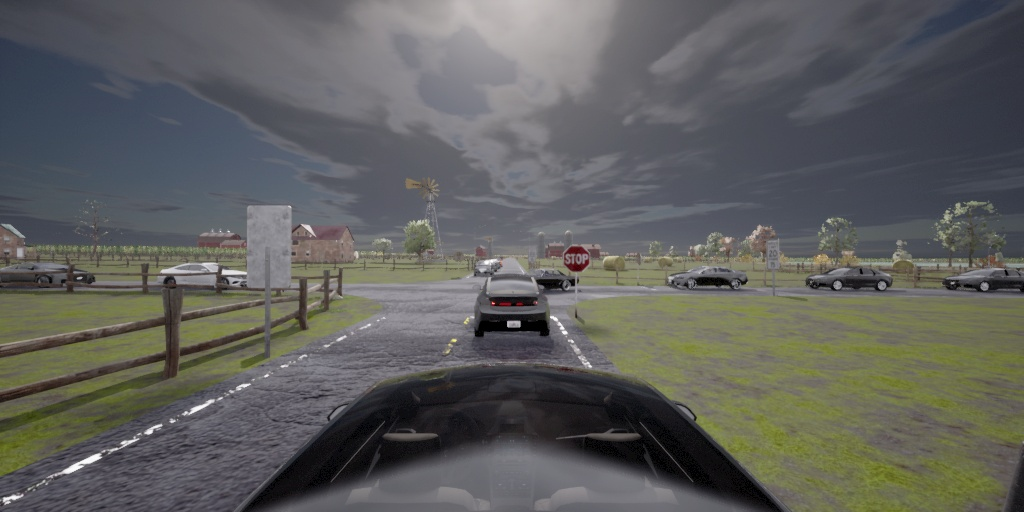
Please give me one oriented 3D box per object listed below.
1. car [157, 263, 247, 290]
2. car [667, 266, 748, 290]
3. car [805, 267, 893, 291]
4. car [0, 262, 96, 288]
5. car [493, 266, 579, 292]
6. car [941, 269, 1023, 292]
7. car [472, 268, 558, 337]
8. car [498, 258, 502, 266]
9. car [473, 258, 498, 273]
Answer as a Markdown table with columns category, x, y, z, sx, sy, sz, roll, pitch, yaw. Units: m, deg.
| category | x | y | z | sx | sy | sz | roll | pitch | yaw |
| --- | --- | --- | --- | --- | --- | --- | --- | --- | --- |
| car | -17.234 | 1.103 | 20.290 | 4.674 | 1.442 | 1.812 | 1 | -1 | -1 |
| car | 12.810 | 1.397 | 23.592 | 4.902 | 1.511 | 2.128 | 1 | -1 | -2 |
| car | 22.212 | 1.499 | 23.758 | 4.892 | 1.490 | 1.837 | 1 | -1 | -1 |
| car | -26.354 | 1.048 | 20.173 | 4.181 | 1.385 | 1.994 | 1 | -1 | -1 |
| car | 1.509 | 1.369 | 20.370 | 4.718 | 1.301 | 1.895 | 1 | 0 | -35 |
| car | 31.714 | 1.587 | 23.873 | 4.892 | 1.490 | 1.837 | 1 | -1 | -1 |
| car | -0.069 | 1.256 | 10.324 | 1.837 | 1.490 | 4.892 | 0 | 0 | -3 |
| car | -2.828 | 1.241 | 46.458 | 2.128 | 1.511 | 4.902 | 0 | 0 | 0 |
| car | -2.840 | 1.243 | 37.012 | 2.128 | 1.511 | 4.902 | 0 | 0 | 0 |
